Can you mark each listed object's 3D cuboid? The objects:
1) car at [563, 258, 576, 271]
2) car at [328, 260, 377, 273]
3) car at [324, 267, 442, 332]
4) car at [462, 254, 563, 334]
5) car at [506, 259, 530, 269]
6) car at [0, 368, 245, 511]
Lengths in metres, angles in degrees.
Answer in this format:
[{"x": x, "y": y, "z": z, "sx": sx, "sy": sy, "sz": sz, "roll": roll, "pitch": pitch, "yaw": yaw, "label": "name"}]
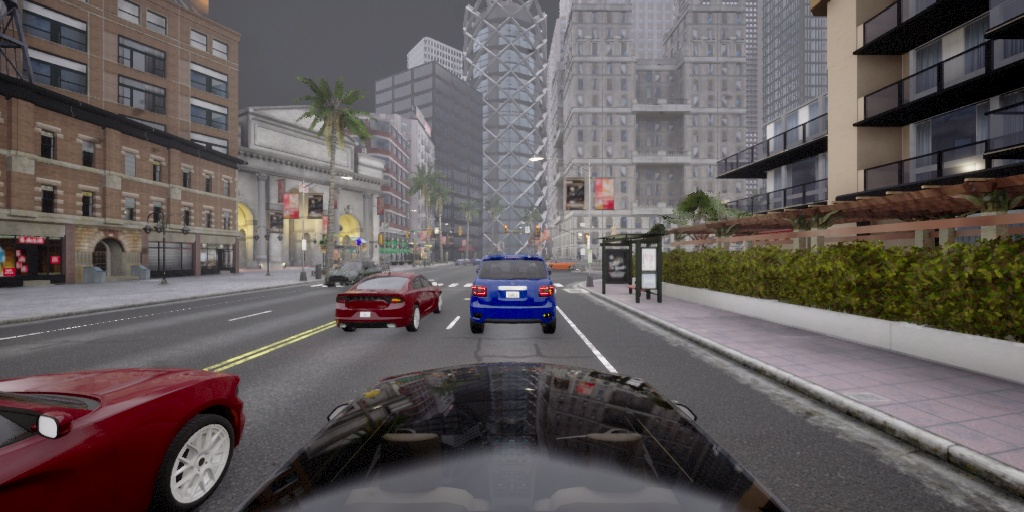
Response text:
[{"x": 5.883, "y": 1.102, "z": 46.605, "sx": 4.553, "sy": 1.767, "sz": 2.097, "roll": 0, "pitch": 0, "yaw": -11, "label": "car"}, {"x": -10.507, "y": 1.102, "z": 23.966, "sx": 2.097, "sy": 1.767, "sz": 4.553, "roll": 0, "pitch": 0, "yaw": 1, "label": "car"}, {"x": -3.443, "y": 1.228, "z": 10.932, "sx": 1.882, "sy": 1.535, "sz": 5.008, "roll": 0, "pitch": 0, "yaw": 0, "label": "car"}, {"x": 0.052, "y": 0.971, "z": 10.823, "sx": 2.150, "sy": 2.045, "sz": 5.566, "roll": 0, "pitch": 0, "yaw": 1, "label": "car"}, {"x": 0.939, "y": 1.228, "z": 58.944, "sx": 1.882, "sy": 1.535, "sz": 5.008, "roll": -1, "pitch": 1, "yaw": -25, "label": "car"}, {"x": -3.390, "y": 1.228, "z": 1.255, "sx": 1.882, "sy": 1.535, "sz": 5.008, "roll": 0, "pitch": 0, "yaw": 0, "label": "car"}]
